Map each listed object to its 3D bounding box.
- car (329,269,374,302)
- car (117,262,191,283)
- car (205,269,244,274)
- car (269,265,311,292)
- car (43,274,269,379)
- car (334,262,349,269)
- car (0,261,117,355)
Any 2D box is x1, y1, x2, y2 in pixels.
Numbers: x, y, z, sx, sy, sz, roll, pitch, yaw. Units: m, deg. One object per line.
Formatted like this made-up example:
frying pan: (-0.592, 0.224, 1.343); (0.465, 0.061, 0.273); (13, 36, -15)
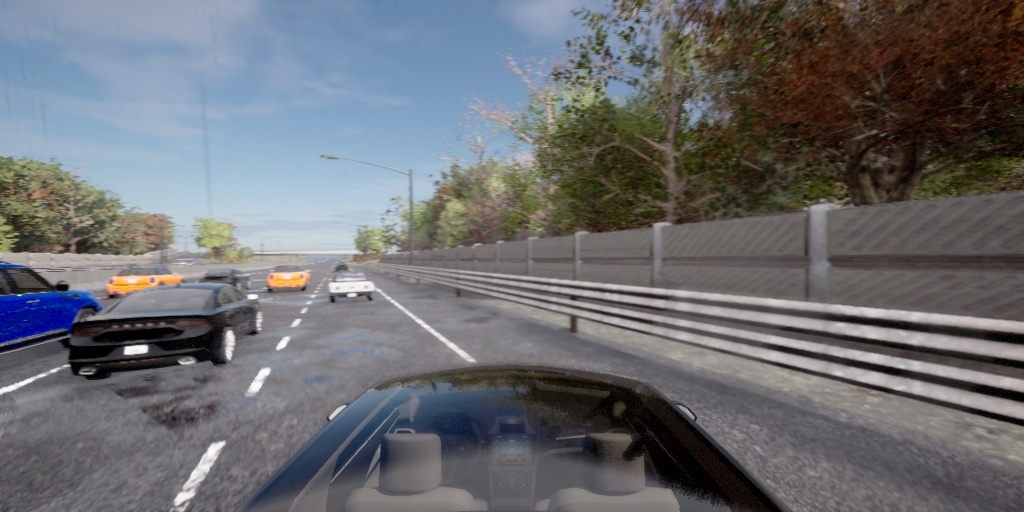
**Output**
car: (-8.276, 1.505, 18.362); (1.895, 1.301, 4.718); (0, 0, -26)
car: (-21.073, 1.398, 20.900); (2.097, 1.767, 4.553); (0, 0, -26)
car: (-18.033, 1.527, 22.652); (1.837, 1.490, 4.892); (0, 0, -26)
car: (-14.767, 1.347, 23.931); (2.097, 1.767, 4.553); (0, 0, -26)
car: (-6.912, 1.323, 7.787); (1.882, 1.535, 5.008); (0, 0, -26)
car: (-26.915, 1.790, 56.681); (1.837, 1.490, 4.892); (0, 0, -26)
car: (-10.111, 1.092, 6.358); (2.150, 2.045, 5.566); (0, 0, -26)
